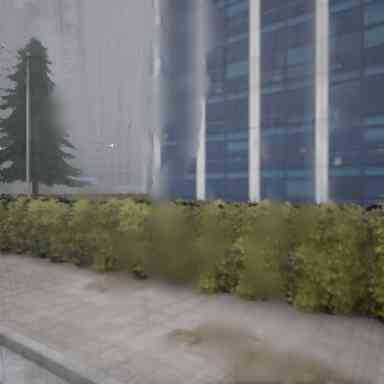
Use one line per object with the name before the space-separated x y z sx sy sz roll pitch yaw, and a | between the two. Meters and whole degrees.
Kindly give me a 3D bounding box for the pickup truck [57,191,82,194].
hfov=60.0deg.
pickup truck | -22.470 0.936 62.438 6.274 2.098 2.390 0 0 -24
